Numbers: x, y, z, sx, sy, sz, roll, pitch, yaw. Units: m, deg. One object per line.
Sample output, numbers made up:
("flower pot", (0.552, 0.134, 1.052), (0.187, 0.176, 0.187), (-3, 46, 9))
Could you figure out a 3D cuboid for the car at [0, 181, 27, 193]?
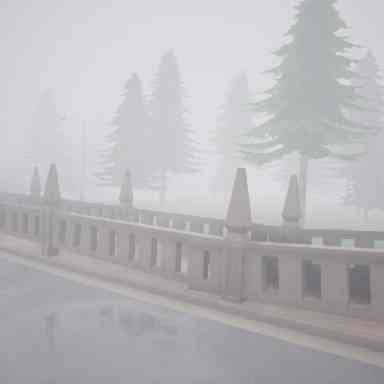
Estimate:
("car", (-21.258, -0.474, 37.413), (1.882, 1.535, 5.008), (4, 3, 37))
